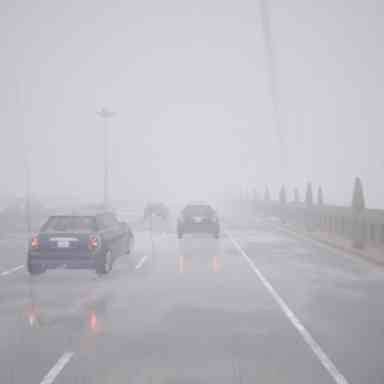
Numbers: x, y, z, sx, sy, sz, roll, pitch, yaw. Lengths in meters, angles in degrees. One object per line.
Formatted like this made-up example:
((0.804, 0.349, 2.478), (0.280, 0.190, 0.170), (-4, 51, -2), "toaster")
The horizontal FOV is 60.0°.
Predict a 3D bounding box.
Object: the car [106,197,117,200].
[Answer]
((-13.268, 1.627, 54.314), (1.837, 1.490, 4.892), (0, -1, 1), "car")

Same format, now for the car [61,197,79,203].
((-20.246, 1.630, 55.669), (1.837, 1.490, 4.892), (0, 0, 1), "car")

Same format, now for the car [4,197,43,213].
((-17.116, 1.361, 34.004), (2.097, 1.767, 4.553), (0, 0, 1), "car")

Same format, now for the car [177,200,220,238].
((0.335, 1.383, 18.083), (2.097, 1.767, 4.553), (0, 0, 1), "car")

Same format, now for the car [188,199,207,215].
((0.575, 1.563, 36.437), (1.882, 1.535, 5.008), (0, 0, 1), "car")

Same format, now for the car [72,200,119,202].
((-6.597, 1.522, 23.325), (1.837, 1.490, 4.892), (0, 0, 1), "car")

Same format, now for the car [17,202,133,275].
((-3.258, 1.354, 10.611), (2.097, 1.767, 4.553), (0, 0, 1), "car")

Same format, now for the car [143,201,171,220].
((-3.021, 1.551, 28.818), (1.837, 1.490, 4.892), (0, 0, 1), "car")
